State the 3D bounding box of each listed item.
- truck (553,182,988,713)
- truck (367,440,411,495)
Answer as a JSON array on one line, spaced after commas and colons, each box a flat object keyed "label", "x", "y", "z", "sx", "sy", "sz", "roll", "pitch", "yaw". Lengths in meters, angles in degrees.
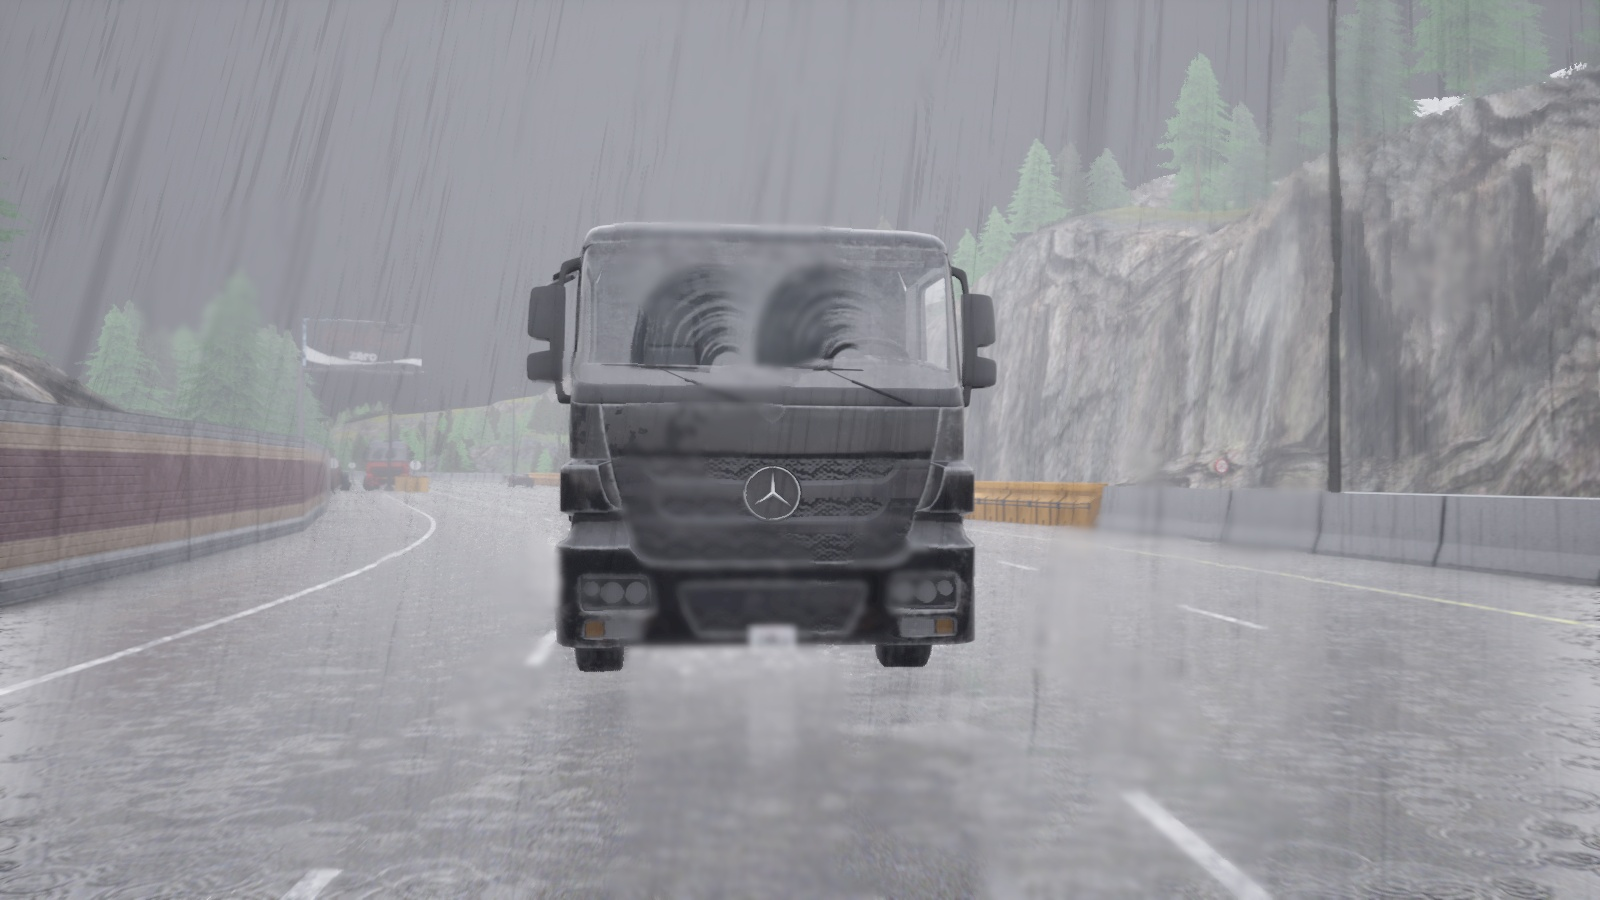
[{"label": "truck", "x": -0.605, "y": 0.041, "z": 12.291, "sx": 2.891, "sy": 3.462, "sz": 7.936, "roll": 0, "pitch": -1, "yaw": -6}, {"label": "truck", "x": -30.174, "y": 1.322, "z": 92.366, "sx": 2.891, "sy": 3.827, "sz": 8.468, "roll": 0, "pitch": -1, "yaw": -17}]
